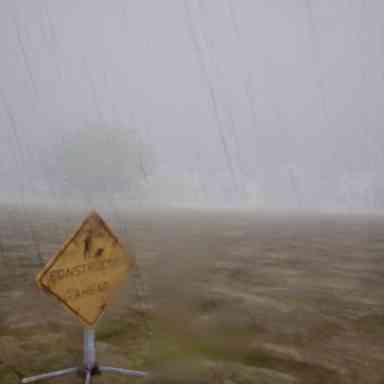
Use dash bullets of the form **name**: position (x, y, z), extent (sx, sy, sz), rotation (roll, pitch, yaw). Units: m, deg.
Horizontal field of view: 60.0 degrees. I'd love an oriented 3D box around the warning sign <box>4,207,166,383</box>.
- **warning sign**: position (-1.120, 1.124, 3.652), extent (1.060, 1.860, 1.300), rotation (0, 0, 36)
